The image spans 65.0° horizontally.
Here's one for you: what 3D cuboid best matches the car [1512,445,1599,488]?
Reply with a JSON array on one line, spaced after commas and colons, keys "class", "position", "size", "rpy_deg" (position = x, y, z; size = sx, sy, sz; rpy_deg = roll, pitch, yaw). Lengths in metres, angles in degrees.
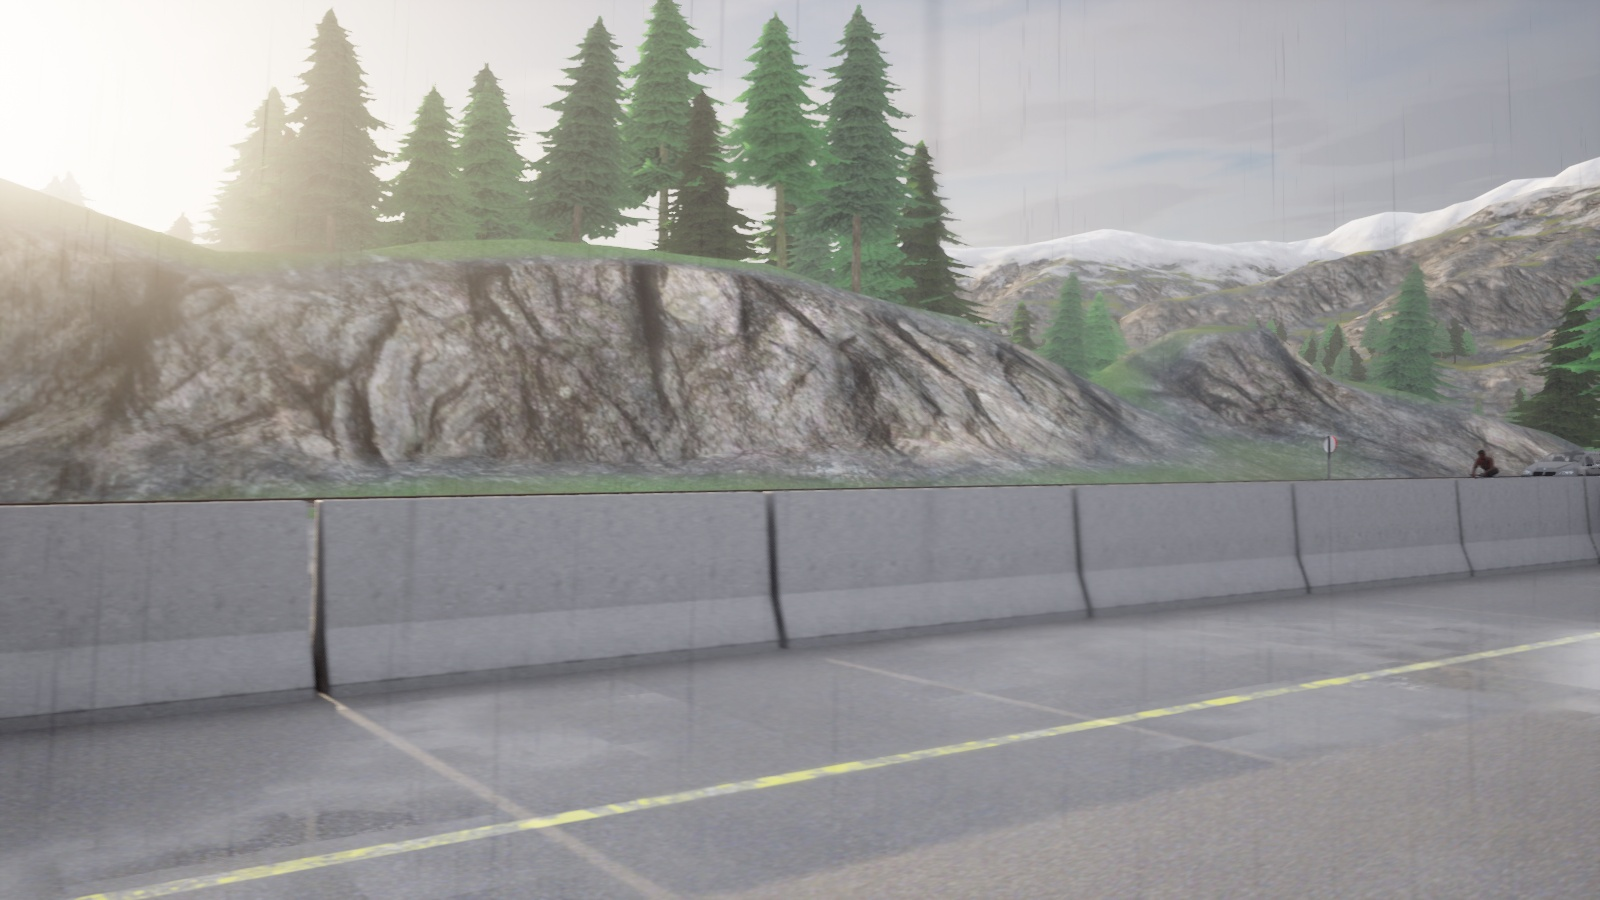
[{"class": "car", "position": [31.238, 0.648, 50.988], "size": [4.611, 1.667, 2.242], "rpy_deg": [0, 0, -35]}]
